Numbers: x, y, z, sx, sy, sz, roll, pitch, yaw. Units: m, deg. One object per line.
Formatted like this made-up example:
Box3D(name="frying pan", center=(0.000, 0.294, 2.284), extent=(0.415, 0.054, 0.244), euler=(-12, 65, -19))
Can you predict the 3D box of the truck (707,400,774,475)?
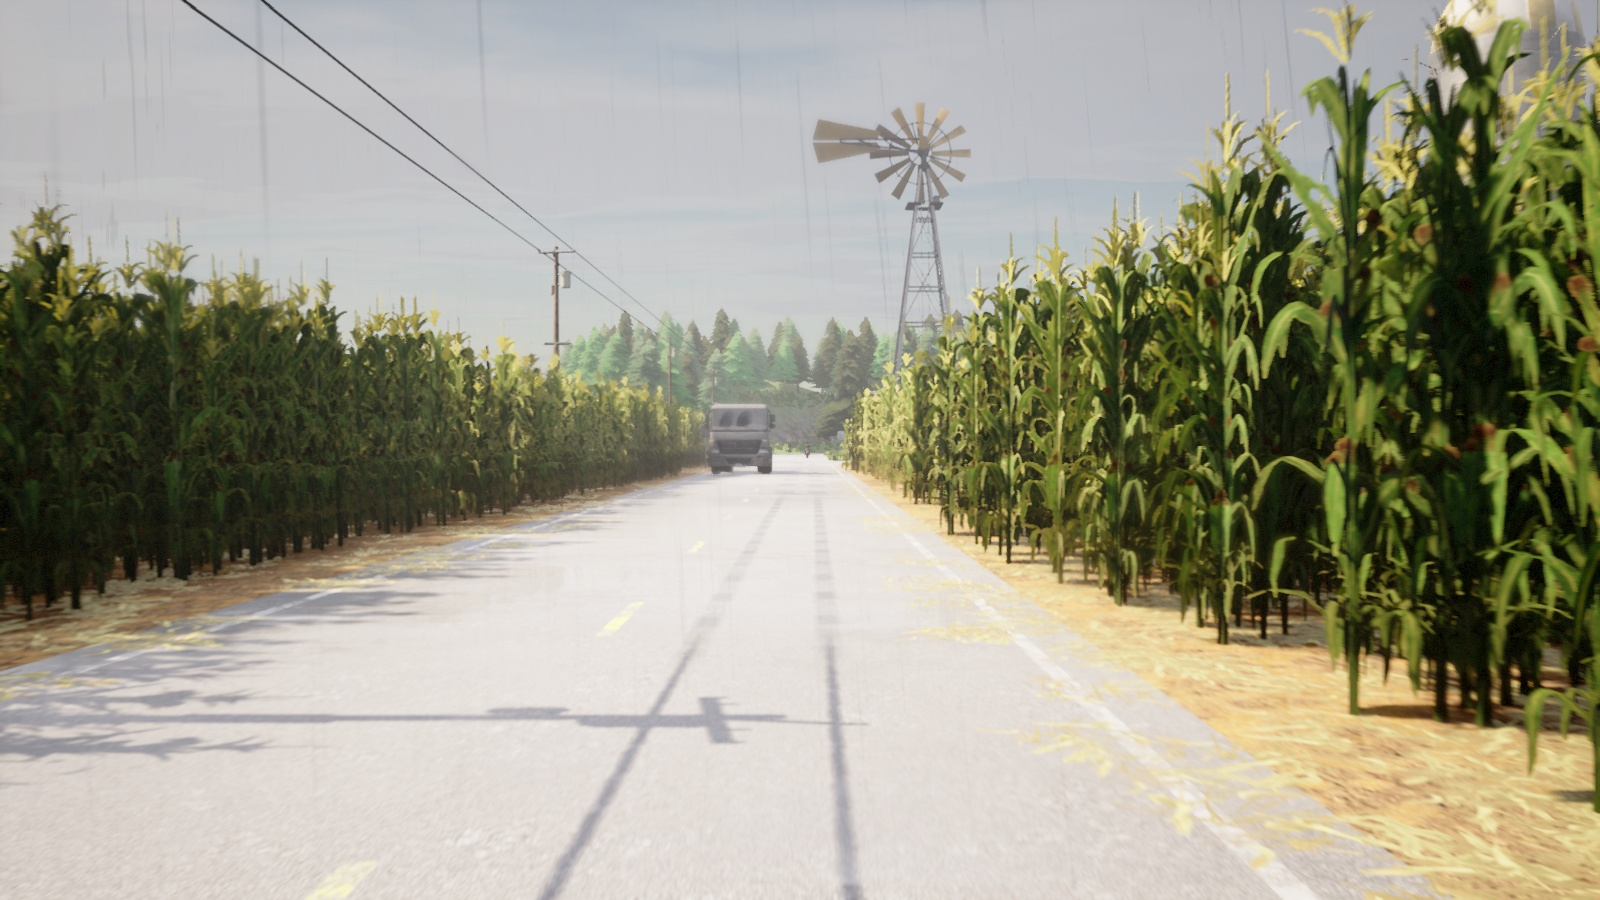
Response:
Box3D(name="truck", center=(-2.827, -0.588, 62.218), extent=(2.891, 3.462, 7.936), euler=(0, 0, 0))
